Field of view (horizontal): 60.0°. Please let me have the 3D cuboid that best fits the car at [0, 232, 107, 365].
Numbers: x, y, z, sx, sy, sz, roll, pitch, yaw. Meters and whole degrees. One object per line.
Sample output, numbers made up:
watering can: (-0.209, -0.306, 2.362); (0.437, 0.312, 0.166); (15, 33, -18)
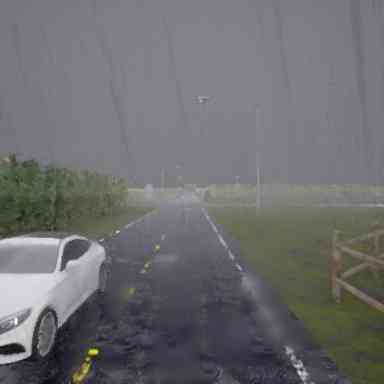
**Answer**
car: (-2.838, 1.512, 5.993); (1.812, 1.442, 4.674); (0, 0, 0)
